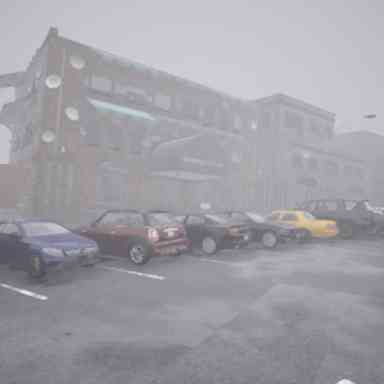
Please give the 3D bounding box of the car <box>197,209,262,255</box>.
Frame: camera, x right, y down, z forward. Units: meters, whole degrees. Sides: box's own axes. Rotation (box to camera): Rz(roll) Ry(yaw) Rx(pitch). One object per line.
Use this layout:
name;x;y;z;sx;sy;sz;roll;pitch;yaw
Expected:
car;-0.030;1.532;13.552;5.008;1.535;2.097;-1;-1;35

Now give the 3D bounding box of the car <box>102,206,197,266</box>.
car;-2.406;1.379;11.837;4.553;1.767;2.185;-1;-1;35

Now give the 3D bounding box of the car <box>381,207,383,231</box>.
car;9.545;1.706;20.328;4.892;1.521;2.231;-1;-1;35

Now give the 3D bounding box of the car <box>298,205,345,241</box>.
car;4.601;1.605;17.056;5.366;1.575;1.946;-1;-1;35

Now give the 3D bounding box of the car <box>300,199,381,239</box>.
car;7.121;1.404;18.661;5.566;2.045;2.435;-1;-1;35

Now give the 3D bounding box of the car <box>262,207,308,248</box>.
car;2.353;1.568;15.259;5.008;1.535;2.097;-1;-1;35

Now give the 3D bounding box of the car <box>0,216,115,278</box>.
car;-4.815;1.522;10.163;4.674;1.452;2.002;-1;-1;35
